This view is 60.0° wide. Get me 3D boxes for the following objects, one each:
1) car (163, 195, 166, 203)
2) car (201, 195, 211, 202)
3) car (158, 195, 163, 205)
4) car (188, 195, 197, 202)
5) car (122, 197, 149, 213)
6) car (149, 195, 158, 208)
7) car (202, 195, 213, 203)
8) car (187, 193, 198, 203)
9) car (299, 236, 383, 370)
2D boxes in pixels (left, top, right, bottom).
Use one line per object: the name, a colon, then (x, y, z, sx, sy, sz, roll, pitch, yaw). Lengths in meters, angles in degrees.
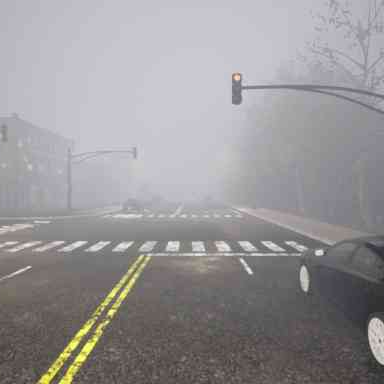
car: (-6.491, 1.327, 66.713, 2.097, 1.767, 4.553, 0, 0, 1)
car: (3.293, 1.493, 79.164, 2.128, 1.511, 4.902, 0, 0, 0)
car: (-6.553, 1.457, 56.634, 1.882, 1.535, 5.008, 0, 0, 0)
car: (0.043, 1.507, 79.285, 2.033, 1.411, 5.357, 0, 0, 0)
car: (-6.571, 1.480, 37.601, 2.128, 1.511, 4.902, 0, 0, 0)
car: (-6.564, 1.475, 47.060, 2.128, 1.511, 4.902, 0, 0, 0)
car: (3.389, 1.478, 68.974, 1.837, 1.490, 4.892, 0, 0, 0)
car: (0.136, 1.195, 68.642, 2.150, 2.045, 5.566, 0, 0, 0)
car: (3.345, 1.476, 5.649, 1.882, 1.535, 5.008, 0, 0, 1)
